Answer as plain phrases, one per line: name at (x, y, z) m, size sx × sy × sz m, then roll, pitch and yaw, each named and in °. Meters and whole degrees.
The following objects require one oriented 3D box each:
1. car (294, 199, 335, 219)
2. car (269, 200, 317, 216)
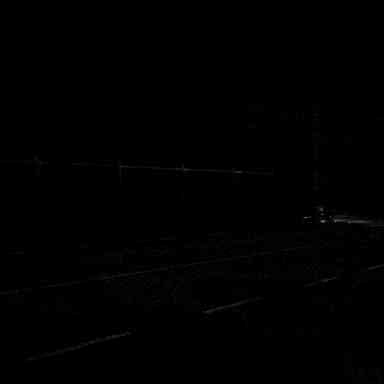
car at (10.123, 1.408, 29.151) m, size 2.097 × 1.767 × 4.553 m, roll 0°, pitch 0°, yaw -34°
car at (10.462, 1.581, 34.835) m, size 1.812 × 1.442 × 4.674 m, roll 0°, pitch 0°, yaw -36°
